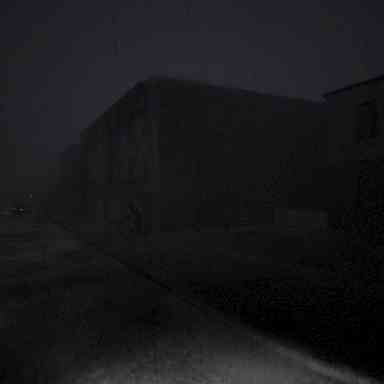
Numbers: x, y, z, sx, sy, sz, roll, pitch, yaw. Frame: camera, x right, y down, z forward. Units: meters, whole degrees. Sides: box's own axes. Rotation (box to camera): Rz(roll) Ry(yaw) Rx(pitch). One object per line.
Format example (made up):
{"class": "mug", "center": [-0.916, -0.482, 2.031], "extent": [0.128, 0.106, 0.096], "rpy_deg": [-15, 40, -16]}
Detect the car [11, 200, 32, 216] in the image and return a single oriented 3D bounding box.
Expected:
{"class": "car", "center": [-19.700, 1.970, 38.464], "extent": [1.994, 1.385, 4.181], "rpy_deg": [-1, 0, -28]}

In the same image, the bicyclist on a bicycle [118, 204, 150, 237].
{"class": "bicyclist on a bicycle", "center": [-2.888, 1.411, 16.488], "extent": [1.656, 1.620, 0.582], "rpy_deg": [-1, 0, -29]}

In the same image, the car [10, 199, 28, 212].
{"class": "car", "center": [-24.496, 1.857, 47.222], "extent": [2.097, 1.767, 4.553], "rpy_deg": [-1, 0, -27]}
